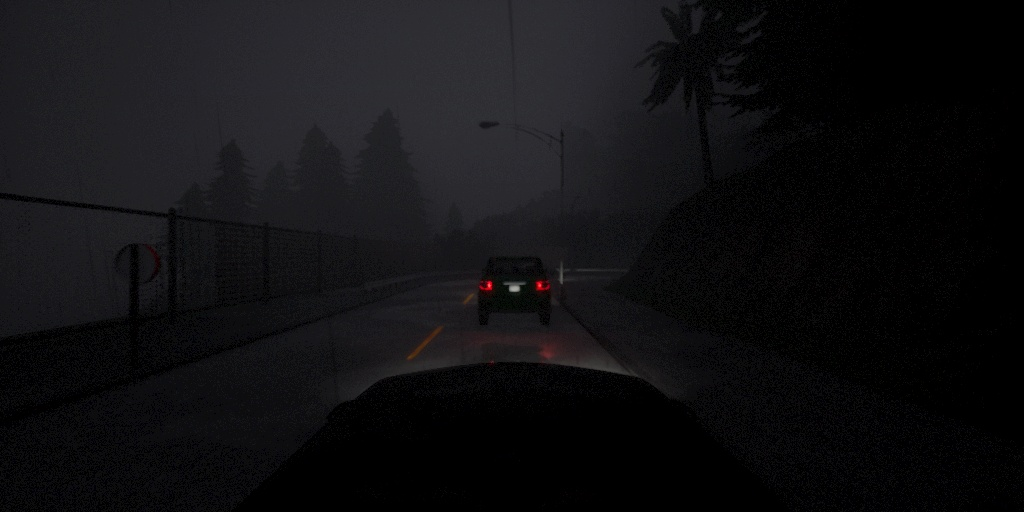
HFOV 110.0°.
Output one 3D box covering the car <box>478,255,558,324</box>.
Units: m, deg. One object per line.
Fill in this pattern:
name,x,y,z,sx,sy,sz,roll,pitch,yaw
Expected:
car,0.082,0.996,12.336,2.150,2.045,5.566,0,-1,0
